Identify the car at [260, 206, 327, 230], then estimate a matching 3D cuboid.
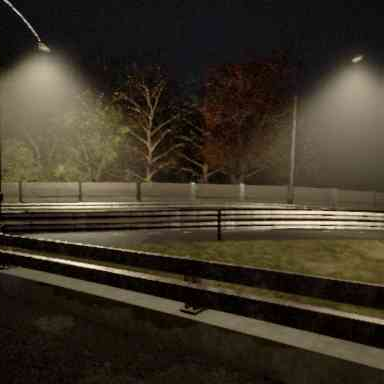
[{"bbox_3d":[6.503,1.615,21.322,4.181,1.385,1.994,2,0,-13],"label":"car"}]
